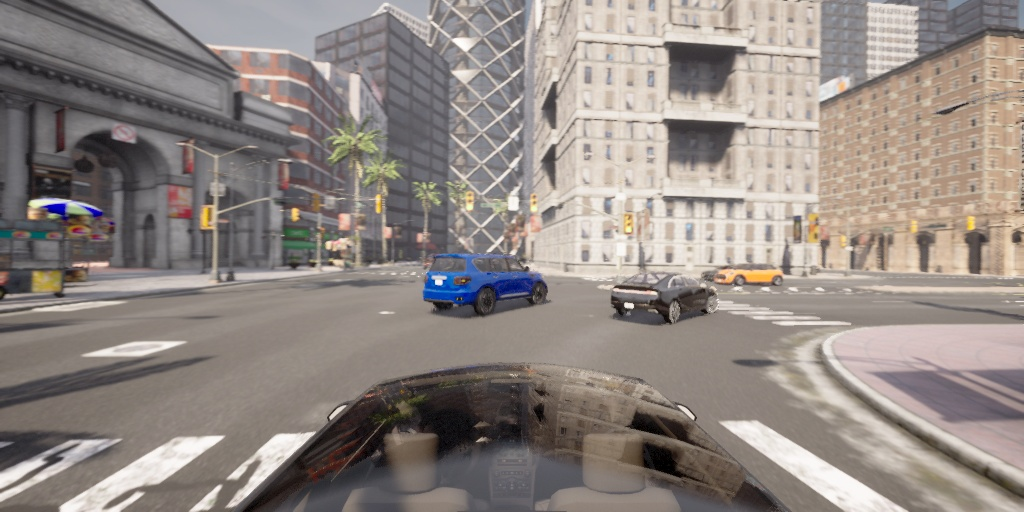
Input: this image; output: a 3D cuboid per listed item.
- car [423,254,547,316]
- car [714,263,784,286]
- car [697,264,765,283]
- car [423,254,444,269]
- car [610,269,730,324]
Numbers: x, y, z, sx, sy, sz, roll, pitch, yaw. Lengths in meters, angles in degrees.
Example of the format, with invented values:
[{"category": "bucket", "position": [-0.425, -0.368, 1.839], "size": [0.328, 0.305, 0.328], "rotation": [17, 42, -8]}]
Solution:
[{"category": "car", "position": [-0.785, 0.954, 13.639], "size": [2.150, 2.045, 5.566], "rotation": [0, -1, 35]}, {"category": "car", "position": [17.977, 1.320, 27.365], "size": [4.553, 1.767, 2.097], "rotation": [1, 0, -5]}, {"category": "car", "position": [18.824, 1.481, 30.957], "size": [4.892, 1.490, 1.837], "rotation": [1, 0, -5]}, {"category": "car", "position": [-11.410, 0.792, 52.421], "size": [2.150, 2.045, 5.566], "rotation": [1, 0, -5]}, {"category": "car", "position": [5.358, 1.304, 12.375], "size": [4.902, 1.511, 2.128], "rotation": [1, 0, -41]}]
